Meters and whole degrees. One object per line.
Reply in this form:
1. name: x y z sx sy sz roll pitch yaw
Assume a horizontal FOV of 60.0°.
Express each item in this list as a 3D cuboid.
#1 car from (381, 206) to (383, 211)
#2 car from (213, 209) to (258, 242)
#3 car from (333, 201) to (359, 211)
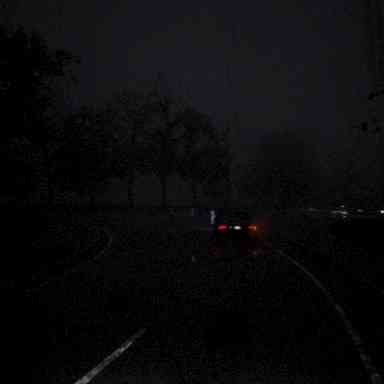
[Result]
1. car: 35.102 2.715 58.174 5.357 1.411 2.033 3 -1 -38
2. car: 2.018 1.507 16.150 2.033 1.411 5.357 0 0 3
3. car: 22.485 2.054 48.391 4.892 1.490 1.837 4 -2 -37
